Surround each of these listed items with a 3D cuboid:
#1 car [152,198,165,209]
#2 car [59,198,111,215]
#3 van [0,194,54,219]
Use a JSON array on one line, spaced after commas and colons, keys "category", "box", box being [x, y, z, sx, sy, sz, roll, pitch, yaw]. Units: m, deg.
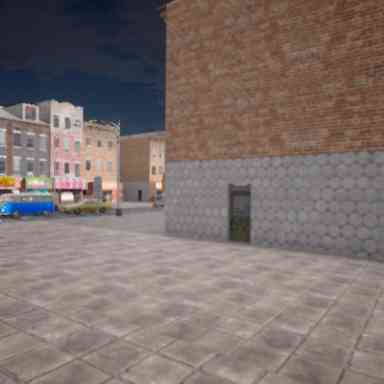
[{"category": "car", "box": [-2.883, 1.275, 39.184, 1.802, 1.307, 4.206, 1, 1, 36]}, {"category": "car", "box": [-9.514, 1.227, 29.919, 1.752, 1.417, 4.829, 1, 1, 36]}, {"category": "van", "box": [-12.680, 1.046, 25.493, 1.690, 1.788, 3.998, 1, 1, 36]}]
